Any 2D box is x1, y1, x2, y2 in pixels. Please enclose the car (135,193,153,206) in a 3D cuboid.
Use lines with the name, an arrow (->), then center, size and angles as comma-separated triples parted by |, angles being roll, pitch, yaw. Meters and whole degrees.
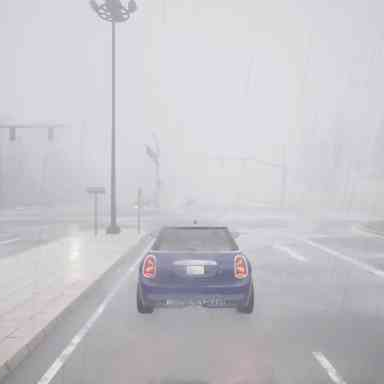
car -> -8.266, 1.352, 55.975 | 2.097, 1.767, 4.553 | 0, 0, -1

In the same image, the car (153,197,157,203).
car -> -8.364, 1.547, 65.589 | 2.033, 1.411, 5.357 | 0, 0, 0

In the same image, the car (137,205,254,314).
car -> 0.071, 1.352, 7.796 | 2.097, 1.767, 4.553 | 0, 0, 0

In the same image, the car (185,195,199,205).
car -> -0.157, 1.526, 54.615 | 1.812, 1.442, 4.674 | 0, 0, -1
